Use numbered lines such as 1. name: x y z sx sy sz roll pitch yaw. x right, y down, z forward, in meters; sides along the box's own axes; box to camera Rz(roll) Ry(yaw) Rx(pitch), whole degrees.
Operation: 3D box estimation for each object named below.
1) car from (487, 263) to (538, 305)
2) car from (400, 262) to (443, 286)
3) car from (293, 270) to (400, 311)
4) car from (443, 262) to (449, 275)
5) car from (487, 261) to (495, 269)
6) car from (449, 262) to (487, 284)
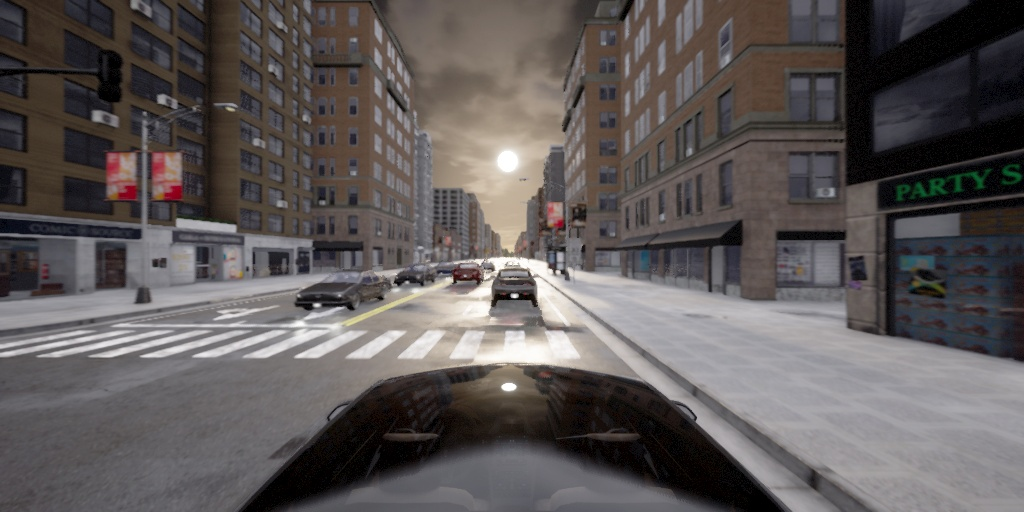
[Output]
1. car: 0.097 1.244 15.804 1.837 1.490 4.892 0 0 0
2. car: -6.582 1.280 25.257 2.033 1.411 5.357 0 0 1
3. car: -6.602 1.287 14.805 2.033 1.411 5.357 0 0 0
4. car: -6.510 1.274 35.756 2.033 1.411 5.357 0 0 0
5. car: -3.250 1.287 47.233 1.994 1.385 4.181 0 0 1
6. car: -3.157 1.210 26.658 1.882 1.535 5.008 0 0 0
